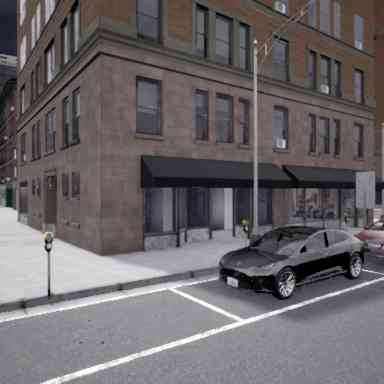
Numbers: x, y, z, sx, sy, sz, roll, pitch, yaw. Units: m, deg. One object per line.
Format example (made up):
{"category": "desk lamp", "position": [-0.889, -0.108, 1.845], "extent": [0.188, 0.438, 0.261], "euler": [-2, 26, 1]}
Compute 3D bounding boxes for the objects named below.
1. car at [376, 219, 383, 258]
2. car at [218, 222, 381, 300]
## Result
{"category": "car", "position": [7.132, 1.581, 11.607], "extent": [4.206, 1.307, 1.802], "euler": [0, 0, -35]}
{"category": "car", "position": [2.650, 1.565, 8.416], "extent": [4.313, 1.339, 1.947], "euler": [0, 0, -35]}
